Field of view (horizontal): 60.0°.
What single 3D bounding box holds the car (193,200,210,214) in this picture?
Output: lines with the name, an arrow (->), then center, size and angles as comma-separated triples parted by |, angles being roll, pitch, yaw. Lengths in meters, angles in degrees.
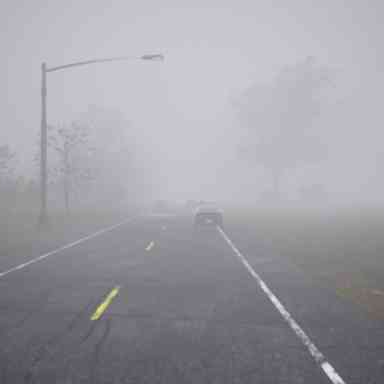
car -> 0.986, 1.650, 38.141 | 1.812, 1.442, 4.674 | 0, 0, 0

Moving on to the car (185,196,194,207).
car -> -0.093, 1.643, 55.596 | 1.882, 1.535, 5.008 | 0, 0, 0

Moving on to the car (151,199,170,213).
car -> -3.656, 1.631, 39.014 | 1.837, 1.490, 4.892 | 0, 0, 0

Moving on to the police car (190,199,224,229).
police car -> 1.012, 1.502, 22.250 | 1.930, 1.638, 5.238 | 0, 0, 0

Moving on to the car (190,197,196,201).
car -> 0.996, 1.563, 32.330 | 1.801, 1.575, 5.366 | 0, 0, 0

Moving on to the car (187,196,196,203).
car -> -0.123, 1.613, 73.511 | 1.994, 1.385, 4.181 | 0, 0, 0
